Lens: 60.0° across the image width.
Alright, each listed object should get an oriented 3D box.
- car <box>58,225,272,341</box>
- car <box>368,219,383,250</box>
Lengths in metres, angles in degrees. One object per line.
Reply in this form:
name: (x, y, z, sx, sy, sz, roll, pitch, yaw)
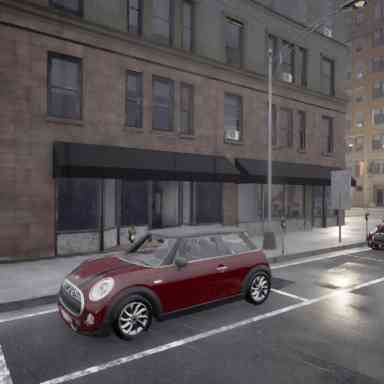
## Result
car: (-0.395, 1.441, 6.466, 4.097, 1.590, 1.967, 0, 0, -35)
car: (8.564, 1.445, 12.825, 4.097, 1.590, 1.967, 0, 0, -35)
